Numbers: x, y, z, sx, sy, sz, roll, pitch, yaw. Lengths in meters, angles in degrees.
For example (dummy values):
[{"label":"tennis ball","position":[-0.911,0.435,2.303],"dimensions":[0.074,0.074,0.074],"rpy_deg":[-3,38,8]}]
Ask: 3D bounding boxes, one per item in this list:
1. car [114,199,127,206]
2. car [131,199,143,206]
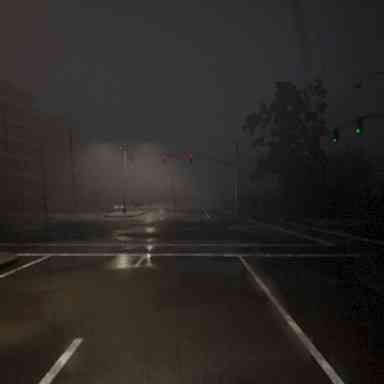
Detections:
[{"label":"car","position":[-15.039,2.206,69.980],"dimensions":[1.994,1.385,4.181],"rpy_deg":[0,-1,0]},{"label":"car","position":[-11.539,2.193,69.982],"dimensions":[2.033,1.411,5.357],"rpy_deg":[0,-1,0]}]
